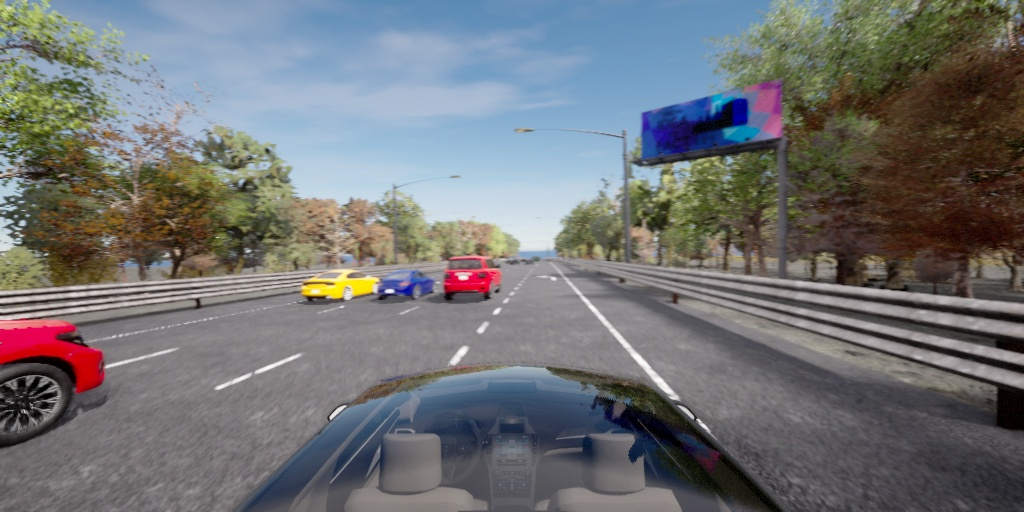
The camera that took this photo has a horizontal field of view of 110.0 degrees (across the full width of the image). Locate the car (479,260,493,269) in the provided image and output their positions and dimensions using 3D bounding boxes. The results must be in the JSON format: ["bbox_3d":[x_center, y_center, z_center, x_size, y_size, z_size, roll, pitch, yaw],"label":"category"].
[{"bbox_3d":[-4.661,1.508,64.415,1.812,1.442,4.674,-2,0,5],"label":"car"}]

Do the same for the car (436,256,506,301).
[{"bbox_3d":[-1.861,1.036,18.214,2.150,2.045,5.566,-2,0,5],"label":"car"}]

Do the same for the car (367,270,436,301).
[{"bbox_3d":[-5.339,1.433,18.550,1.812,1.442,4.674,-2,0,5],"label":"car"}]

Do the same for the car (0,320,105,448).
[{"bbox_3d":[-6.814,1.154,2.461,2.150,2.045,5.566,-2,0,5],"label":"car"}]

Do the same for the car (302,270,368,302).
[{"bbox_3d":[-8.815,1.477,18.937,1.882,1.535,5.008,-2,0,5],"label":"car"}]
